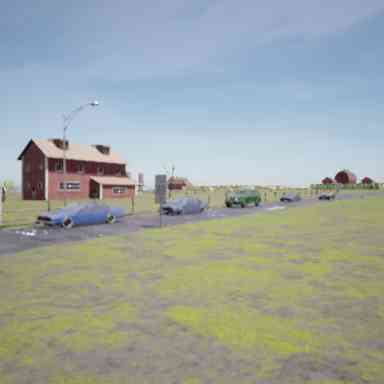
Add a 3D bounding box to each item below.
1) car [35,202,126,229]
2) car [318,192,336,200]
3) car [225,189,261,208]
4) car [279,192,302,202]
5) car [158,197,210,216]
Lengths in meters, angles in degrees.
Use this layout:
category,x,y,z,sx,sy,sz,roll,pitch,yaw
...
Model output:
category,x,y,z,sx,sy,sz,roll,pitch,yaw
car,-6.535,1.295,20.164,2.033,1.411,5.357,1,1,37
car,22.360,0.703,54.911,1.895,1.301,4.718,1,1,36
car,5.807,0.661,37.092,2.150,2.045,5.566,1,1,36
car,14.756,0.757,49.284,2.033,1.411,5.357,1,1,36
car,-0.549,1.147,28.354,2.033,1.411,5.357,1,1,36
